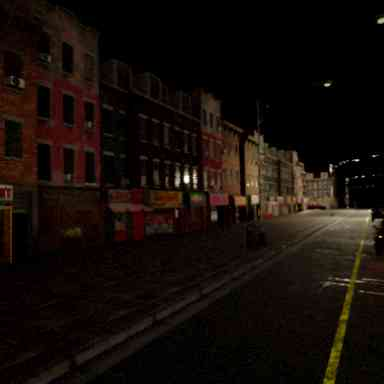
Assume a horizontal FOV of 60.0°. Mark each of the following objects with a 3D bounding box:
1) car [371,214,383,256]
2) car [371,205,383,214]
[{"bbox_3d":[8.902,1.864,14.330,1.812,1.442,4.674,-3,-3,28],"label":"car"},{"bbox_3d":[20.873,2.260,36.522,2.097,1.767,4.553,-3,-3,29],"label":"car"}]
